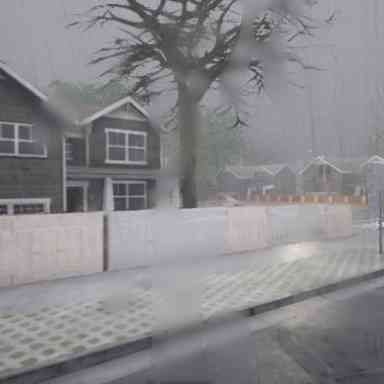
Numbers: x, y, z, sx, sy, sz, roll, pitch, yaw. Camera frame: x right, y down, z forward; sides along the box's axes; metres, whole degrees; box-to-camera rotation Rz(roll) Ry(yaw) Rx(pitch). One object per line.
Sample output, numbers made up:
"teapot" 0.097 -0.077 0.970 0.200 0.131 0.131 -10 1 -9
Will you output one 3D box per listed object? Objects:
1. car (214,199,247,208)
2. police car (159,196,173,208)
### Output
"car" 4.339 1.537 34.388 1.882 1.535 5.008 -1 0 -36
"police car" -3.372 1.506 50.877 1.930 1.638 5.238 -1 0 -36
